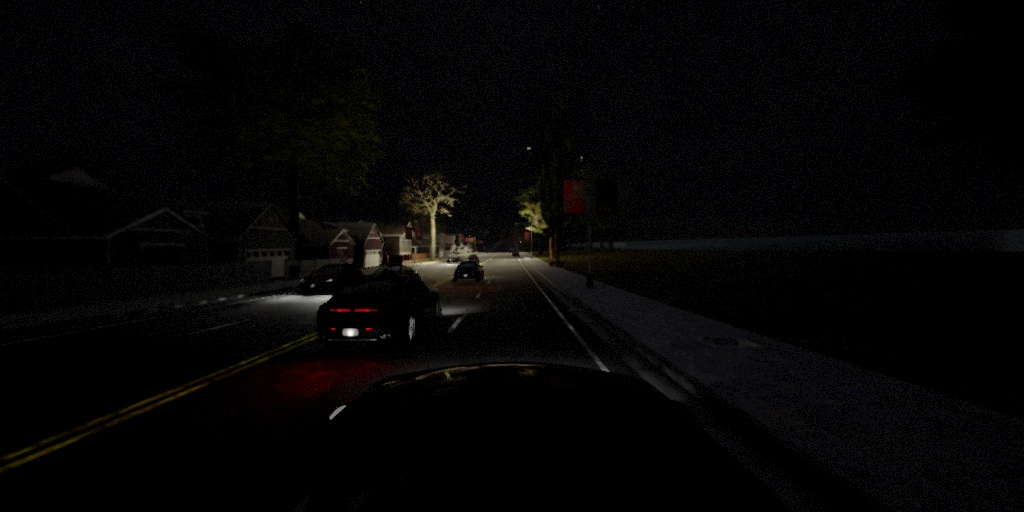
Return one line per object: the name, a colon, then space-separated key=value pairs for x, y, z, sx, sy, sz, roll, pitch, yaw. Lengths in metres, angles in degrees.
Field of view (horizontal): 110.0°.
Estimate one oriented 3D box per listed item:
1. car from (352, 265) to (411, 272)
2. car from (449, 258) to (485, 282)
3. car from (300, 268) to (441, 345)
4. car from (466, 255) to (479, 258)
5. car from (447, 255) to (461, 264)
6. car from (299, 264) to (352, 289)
car: x=-6.602 y=1.196 z=19.990 sx=2.033 sy=1.411 sz=5.357 roll=0 pitch=1 yaw=0
car: x=-3.153 y=1.100 z=26.493 sx=1.812 sy=1.442 sz=4.674 roll=0 pitch=1 yaw=0
car: x=-3.150 y=1.231 z=9.408 sx=1.837 sy=1.490 sz=4.892 roll=0 pitch=0 yaw=0
car: x=-6.553 y=0.528 z=60.658 sx=1.837 sy=1.490 sz=4.892 roll=0 pitch=1 yaw=1
car: x=-9.804 y=0.516 z=60.658 sx=2.128 sy=1.511 sz=4.902 roll=0 pitch=1 yaw=1
car: x=-9.851 y=1.173 z=20.039 sx=1.812 sy=1.442 sz=4.674 roll=0 pitch=1 yaw=0
